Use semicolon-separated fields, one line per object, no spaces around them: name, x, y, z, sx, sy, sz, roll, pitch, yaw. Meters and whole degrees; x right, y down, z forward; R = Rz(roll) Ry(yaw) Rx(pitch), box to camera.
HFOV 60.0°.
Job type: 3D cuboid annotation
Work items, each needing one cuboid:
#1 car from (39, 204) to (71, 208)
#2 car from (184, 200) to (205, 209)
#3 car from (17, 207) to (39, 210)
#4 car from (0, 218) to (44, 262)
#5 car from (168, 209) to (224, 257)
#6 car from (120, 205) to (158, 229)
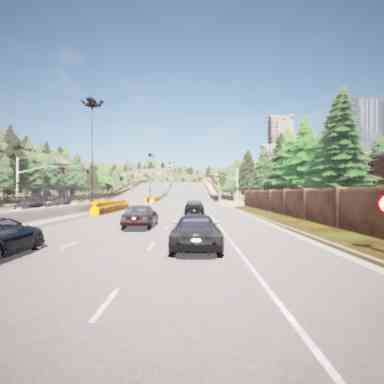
car;-13.874;1.498;35.368;1.882;1.535;5.008;0;0;0
car;0.219;1.524;32.547;1.882;1.535;5.008;0;0;0
car;-17.367;1.516;35.868;2.128;1.511;4.902;0;0;0
car;-6.863;1.564;11.540;1.994;1.385;4.181;0;0;0
car;0.146;1.583;13.093;1.994;1.385;4.181;0;0;0
car;-3.322;1.570;21.568;2.033;1.411;5.357;0;0;0
